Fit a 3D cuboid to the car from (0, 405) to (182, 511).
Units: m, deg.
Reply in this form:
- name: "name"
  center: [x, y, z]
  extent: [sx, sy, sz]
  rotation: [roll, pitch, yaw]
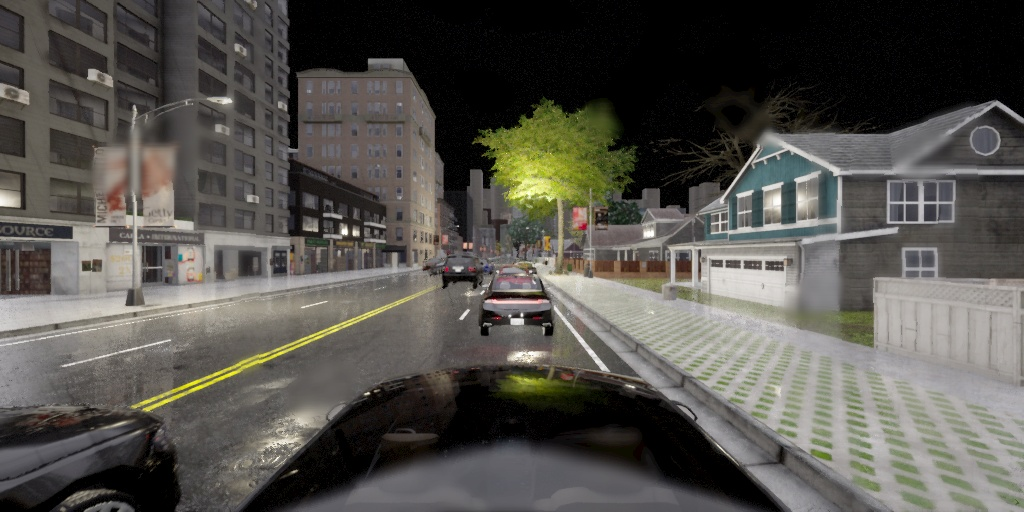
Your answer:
- name: "car"
  center: [-3.150, 1.242, 0.391]
  extent: [2.128, 1.511, 4.902]
  rotation: [0, 0, 0]

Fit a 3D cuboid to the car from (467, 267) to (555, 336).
- name: "car"
  center: [0.114, 1.239, 10.366]
  extent: [2.128, 1.511, 4.902]
  rotation: [0, 0, 0]

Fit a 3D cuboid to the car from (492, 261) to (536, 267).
- name: "car"
  center: [0.124, 1.219, 19.869]
  extent: [1.882, 1.535, 5.008]
  rotation: [0, 0, 0]

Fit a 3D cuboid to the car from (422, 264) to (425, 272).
- name: "car"
  center: [-9.793, 1.061, 45.112]
  extent: [2.097, 1.767, 4.553]
  rotation: [0, 0, 0]

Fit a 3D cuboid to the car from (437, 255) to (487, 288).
- name: "car"
  center: [-3.121, 0.954, 23.521]
  extent: [2.150, 2.045, 5.566]
  rotation: [0, -1, 0]

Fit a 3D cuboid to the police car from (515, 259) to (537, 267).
- name: "police car"
  center: [1.011, 1.155, 29.598]
  extent: [1.930, 1.638, 5.238]
  rotation: [0, 0, 0]

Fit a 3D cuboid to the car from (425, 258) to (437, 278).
- name: "car"
  center: [-6.558, 1.202, 34.302]
  extent: [1.882, 1.535, 5.008]
  rotation: [0, 0, 0]

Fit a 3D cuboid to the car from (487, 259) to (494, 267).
- name: "car"
  center: [-3.102, 1.069, 39.738]
  extent: [2.097, 1.767, 4.553]
  rotation: [0, 0, 0]
